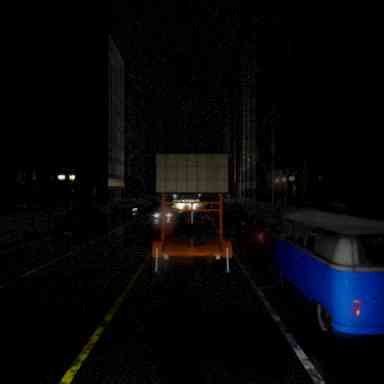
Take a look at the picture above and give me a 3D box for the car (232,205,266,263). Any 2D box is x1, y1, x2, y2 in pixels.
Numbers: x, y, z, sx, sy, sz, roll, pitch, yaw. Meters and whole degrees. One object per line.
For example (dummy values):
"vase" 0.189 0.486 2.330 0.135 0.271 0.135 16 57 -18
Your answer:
"car" 2.771 1.436 11.969 1.967 1.590 4.097 0 0 0

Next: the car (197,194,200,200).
"car" 2.806 1.326 73.669 2.192 1.841 5.009 0 0 0

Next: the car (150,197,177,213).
"car" -3.078 1.544 36.757 2.033 1.411 5.357 0 0 0

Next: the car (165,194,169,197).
"car" -5.729 1.319 56.835 2.192 1.841 5.009 0 0 0

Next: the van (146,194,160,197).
"van" -5.735 1.341 45.616 1.690 1.788 3.998 0 0 0

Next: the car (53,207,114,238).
"car" -5.751 1.561 17.569 1.947 1.339 4.313 0 0 0

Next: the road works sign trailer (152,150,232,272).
"road works sign trailer" 0.007 0.461 10.695 2.380 3.560 2.880 0 0 0

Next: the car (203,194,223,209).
"car" 2.787 1.313 40.014 2.192 1.841 5.009 0 0 0

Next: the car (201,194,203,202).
"car" 2.790 1.314 45.624 2.192 1.841 5.009 0 0 0

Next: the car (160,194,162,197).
"car" -5.732 1.442 51.226 1.967 1.590 4.097 0 0 0

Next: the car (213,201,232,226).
"car" 2.777 1.560 23.187 1.947 1.339 4.313 0 0 0

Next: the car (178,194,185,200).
"car" -2.948 1.514 90.697 1.837 1.490 4.892 0 0 0

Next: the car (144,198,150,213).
"car" -5.742 1.578 34.398 1.802 1.307 4.206 0 0 0

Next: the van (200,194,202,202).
"van" 2.799 1.347 62.451 1.690 1.788 3.998 0 0 0

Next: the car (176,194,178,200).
"car" -5.710 1.571 90.492 2.008 1.369 4.403 0 0 0

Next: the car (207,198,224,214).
"car" 2.783 1.578 34.405 1.802 1.307 4.206 0 0 0

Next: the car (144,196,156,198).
"car" -5.739 1.523 39.837 1.752 1.417 4.829 0 0 0

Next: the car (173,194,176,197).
"car" -5.716 1.329 79.273 2.192 1.841 5.009 0 0 0

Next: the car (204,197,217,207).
"car" 2.793 1.527 51.403 1.752 1.417 4.829 0 0 0

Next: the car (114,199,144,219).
"car" -5.745 1.546 28.788 2.008 1.369 4.403 0 0 0

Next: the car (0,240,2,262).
"car" -5.757 1.313 6.350 2.192 1.841 5.009 0 0 0

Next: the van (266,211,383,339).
"van" 2.768 1.339 6.360 1.690 1.788 3.998 0 0 0

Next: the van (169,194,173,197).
"van" -5.720 1.352 73.664 1.690 1.788 3.998 0 0 0
